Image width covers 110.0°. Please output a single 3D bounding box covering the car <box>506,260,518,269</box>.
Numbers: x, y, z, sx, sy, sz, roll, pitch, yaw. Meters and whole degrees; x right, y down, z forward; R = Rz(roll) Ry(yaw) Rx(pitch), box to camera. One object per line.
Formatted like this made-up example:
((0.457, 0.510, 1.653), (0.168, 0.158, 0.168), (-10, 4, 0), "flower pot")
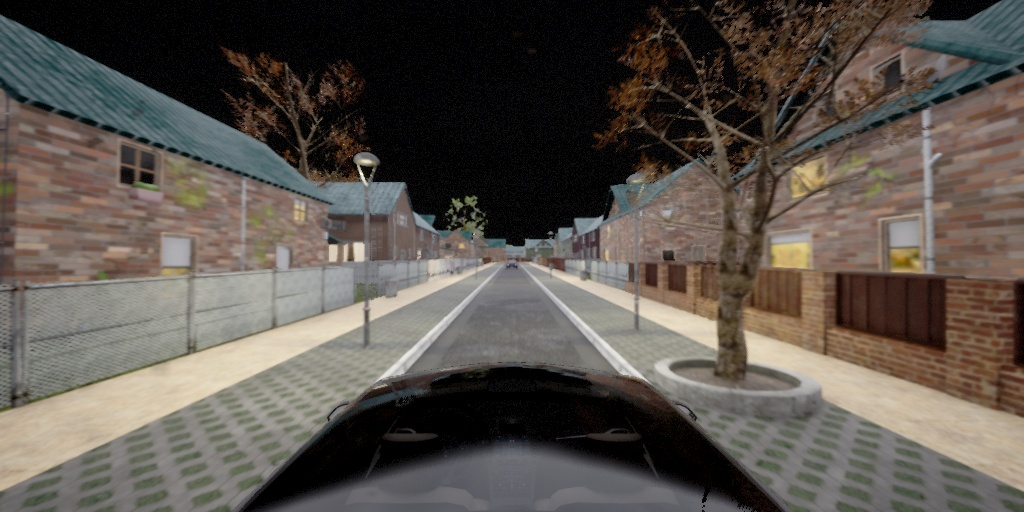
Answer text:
((-0.016, 1.402, 56.505), (1.895, 1.301, 4.718), (0, 0, 0), "car")
